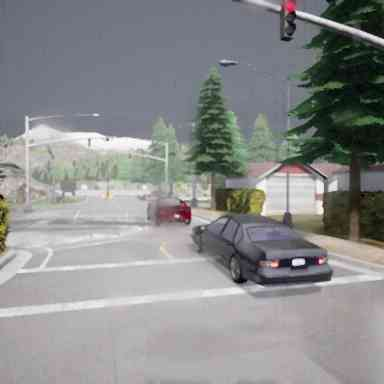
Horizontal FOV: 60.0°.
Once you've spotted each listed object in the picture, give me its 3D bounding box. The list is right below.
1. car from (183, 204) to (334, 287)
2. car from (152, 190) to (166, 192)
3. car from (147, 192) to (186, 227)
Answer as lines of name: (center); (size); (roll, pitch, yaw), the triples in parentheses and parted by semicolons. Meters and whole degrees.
car: (1.497, 1.338, 9.202); (2.033, 1.411, 5.357); (0, 3, -16)
car: (-6.200, 0.241, 70.469); (4.902, 1.511, 2.128); (0, 1, -16)
car: (-1.434, 1.019, 19.379); (1.882, 1.535, 5.008); (-1, 2, -16)
